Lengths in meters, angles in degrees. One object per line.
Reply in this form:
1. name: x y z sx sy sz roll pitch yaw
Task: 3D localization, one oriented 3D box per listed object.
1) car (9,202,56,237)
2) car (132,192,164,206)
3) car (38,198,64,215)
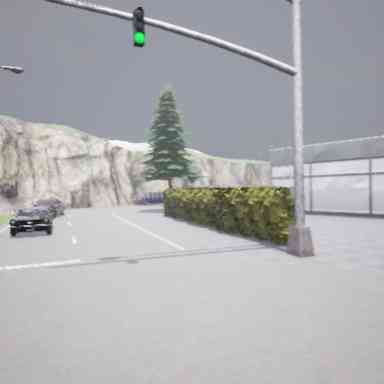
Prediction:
1. car: -8.506 1.485 17.831 1.895 1.301 4.718 -2 1 -22
2. car: -4.993 0.761 40.742 4.553 1.767 2.097 -2 1 -33
3. car: -11.837 1.304 27.365 1.837 1.490 4.892 -2 1 -10
